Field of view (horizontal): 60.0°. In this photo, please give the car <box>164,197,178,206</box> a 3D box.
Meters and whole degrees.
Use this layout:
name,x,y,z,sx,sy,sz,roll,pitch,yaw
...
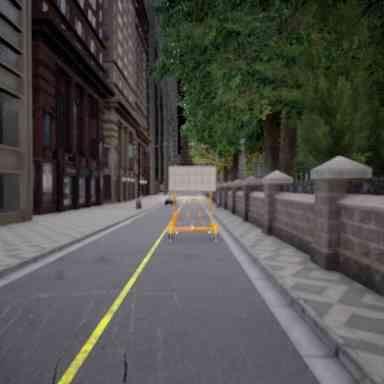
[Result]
name,x,y,z,sx,sy,sz,roll,pitch,yaw
car,-3.090,1.379,49.616,1.895,1.301,4.718,0,0,0

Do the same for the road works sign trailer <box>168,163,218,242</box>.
name,x,y,z,sx,sy,sz,roll,pitch,yaw
road works sign trailer,0.032,0.421,16.151,2.380,3.560,2.880,0,0,-1
